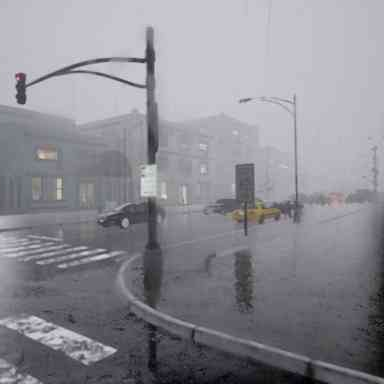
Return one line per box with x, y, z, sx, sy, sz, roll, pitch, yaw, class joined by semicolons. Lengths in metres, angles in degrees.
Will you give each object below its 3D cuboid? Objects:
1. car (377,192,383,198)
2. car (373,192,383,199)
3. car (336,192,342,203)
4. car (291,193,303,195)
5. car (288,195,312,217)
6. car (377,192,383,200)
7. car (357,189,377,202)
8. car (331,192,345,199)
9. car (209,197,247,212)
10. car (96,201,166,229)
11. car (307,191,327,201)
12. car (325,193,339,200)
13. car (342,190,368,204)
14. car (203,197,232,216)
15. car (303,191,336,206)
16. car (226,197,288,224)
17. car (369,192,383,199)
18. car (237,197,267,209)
43.134;0.645;75.165;1.887;1.381;4.507;-1;0;36;car
40.057;0.713;70.941;1.947;1.339;4.313;-1;0;36;car
21.916;0.793;50.564;2.097;1.767;4.553;-1;0;36;car
14.205;0.927;45.117;2.097;1.767;4.553;-1;0;36;car
7.537;1.210;26.178;2.008;1.369;4.403;-1;0;36;car
33.550;0.563;61.988;2.192;1.841;5.009;-1;0;36;car
26.941;0.569;52.200;2.150;2.045;5.566;-1;0;36;car
33.278;0.729;75.867;1.967;1.590;4.097;-1;0;36;car
3.912;1.275;35.443;1.752;1.417;4.829;-1;0;36;car
-3.651;1.366;20.641;1.837;1.490;4.892;-1;0;36;car
23.521;0.755;62.439;2.192;1.841;5.009;-1;0;36;car
30.027;0.921;71.392;1.802;1.307;4.206;-1;0;36;car
22.846;0.917;46.489;1.837;1.490;4.892;-1;0;36;car
2.812;1.283;29.513;1.812;1.442;4.674;-1;0;36;car
16.581;1.017;43.131;2.128;1.511;4.902;-1;0;37;car
4.385;1.235;21.839;1.752;1.417;4.829;-1;0;36;car
36.805;0.763;66.464;1.947;1.339;4.313;-1;0;36;car
7.264;1.279;40.057;1.802;1.307;4.206;-1;0;36;car
